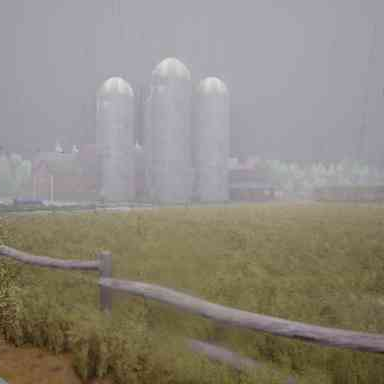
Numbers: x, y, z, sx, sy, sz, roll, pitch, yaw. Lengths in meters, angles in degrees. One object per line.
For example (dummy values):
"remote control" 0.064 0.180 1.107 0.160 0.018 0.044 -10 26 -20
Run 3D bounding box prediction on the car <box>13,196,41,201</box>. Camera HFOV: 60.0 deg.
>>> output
"car" -29.014 1.505 58.665 2.242 1.667 4.611 0 0 39
